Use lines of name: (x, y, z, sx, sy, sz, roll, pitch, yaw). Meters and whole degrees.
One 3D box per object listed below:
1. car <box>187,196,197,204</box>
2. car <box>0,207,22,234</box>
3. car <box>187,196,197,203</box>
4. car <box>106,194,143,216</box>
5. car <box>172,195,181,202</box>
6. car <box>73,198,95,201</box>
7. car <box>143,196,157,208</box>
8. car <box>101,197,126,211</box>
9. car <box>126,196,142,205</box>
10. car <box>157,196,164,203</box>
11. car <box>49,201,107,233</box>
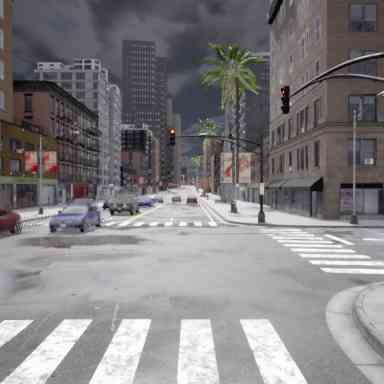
car: (-0.001, 1.438, 61.335, 1.882, 1.535, 5.008, 0, 0, 0)
car: (-9.869, 1.460, 15.796, 1.812, 1.442, 4.674, 1, 1, 0)
car: (-0.046, 1.499, 71.377, 1.994, 1.385, 4.181, 0, 0, 0)
car: (-6.660, 1.212, 33.265, 2.150, 2.045, 5.566, 0, 0, -1)
car: (-3.285, 1.436, 70.908, 2.128, 1.511, 4.902, 0, 0, 0)
car: (-9.897, 1.344, 29.829, 2.097, 1.767, 4.553, 0, 0, 0)
car: (-6.672, 1.458, 48.034, 1.882, 1.535, 5.008, 0, 0, 0)
car: (-9.926, 1.463, 42.464, 1.882, 1.535, 5.008, 0, 0, 1)
car: (-9.915, 1.445, 57.092, 1.882, 1.535, 5.008, 0, 0, 0)
car: (-6.611, 1.481, 65.275, 1.812, 1.442, 4.674, 0, 0, 0)
car: (-6.619, 1.480, 19.419, 1.812, 1.442, 4.674, 1, 0, 0)
